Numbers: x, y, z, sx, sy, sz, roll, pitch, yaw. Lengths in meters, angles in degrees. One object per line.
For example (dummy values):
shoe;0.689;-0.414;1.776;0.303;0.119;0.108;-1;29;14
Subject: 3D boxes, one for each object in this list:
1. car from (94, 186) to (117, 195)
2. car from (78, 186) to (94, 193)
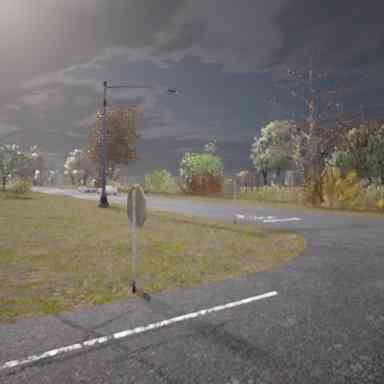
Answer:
car;-13.089;-0.263;51.371;1.812;1.442;4.674;0;2;-36
car;-18.713;-0.498;59.180;1.895;1.301;4.718;0;2;-36
